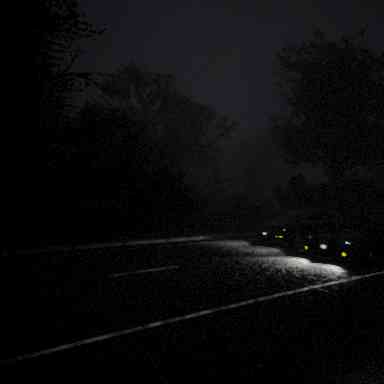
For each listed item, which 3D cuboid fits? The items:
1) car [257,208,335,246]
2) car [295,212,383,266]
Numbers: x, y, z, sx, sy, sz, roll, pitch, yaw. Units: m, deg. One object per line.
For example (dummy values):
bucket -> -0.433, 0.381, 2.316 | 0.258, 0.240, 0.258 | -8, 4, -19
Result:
car -> 5.188, 1.530, 15.242 | 4.892, 1.490, 1.837 | 0, 0, -29
car -> 5.964, 1.584, 11.665 | 4.181, 1.385, 1.994 | 0, 0, -29
